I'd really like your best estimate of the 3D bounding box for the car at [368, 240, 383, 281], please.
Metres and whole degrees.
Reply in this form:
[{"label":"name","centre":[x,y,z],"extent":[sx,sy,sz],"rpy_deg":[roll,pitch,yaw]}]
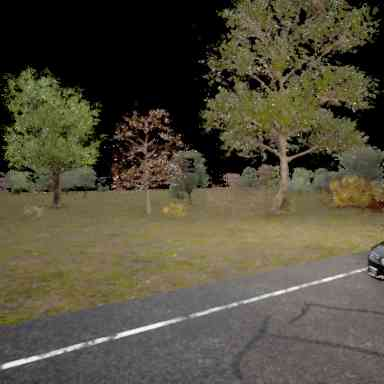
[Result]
[{"label":"car","centre":[6.462,1.489,8.688],"extent":[4.902,1.511,2.128],"rpy_deg":[0,0,-36]}]
